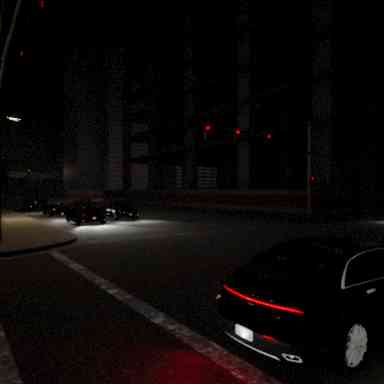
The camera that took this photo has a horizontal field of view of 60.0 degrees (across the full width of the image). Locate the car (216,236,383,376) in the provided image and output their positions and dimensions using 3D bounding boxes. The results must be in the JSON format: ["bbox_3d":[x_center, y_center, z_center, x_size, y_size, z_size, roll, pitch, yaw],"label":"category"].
[{"bbox_3d":[2.636,1.523,5.653,4.892,1.490,1.837,-1,1,-35],"label":"car"}]

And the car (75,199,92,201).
[{"bbox_3d":[-11.590,1.457,35.798,1.882,1.535,5.008,0,0,-34],"label":"car"}]

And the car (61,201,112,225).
[{"bbox_3d":[-7.691,1.568,24.010,1.994,1.385,4.181,0,0,-35],"label":"car"}]

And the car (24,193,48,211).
[{"bbox_3d":[-18.766,1.190,40.027,2.150,2.045,5.566,0,0,-35],"label":"car"}]

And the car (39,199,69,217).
[{"bbox_3d":[-12.677,1.589,31.214,1.895,1.301,4.718,0,0,-35],"label":"car"}]

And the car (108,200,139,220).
[{"bbox_3d":[-6.162,1.502,27.951,1.837,1.490,4.892,0,0,-35],"label":"car"}]
